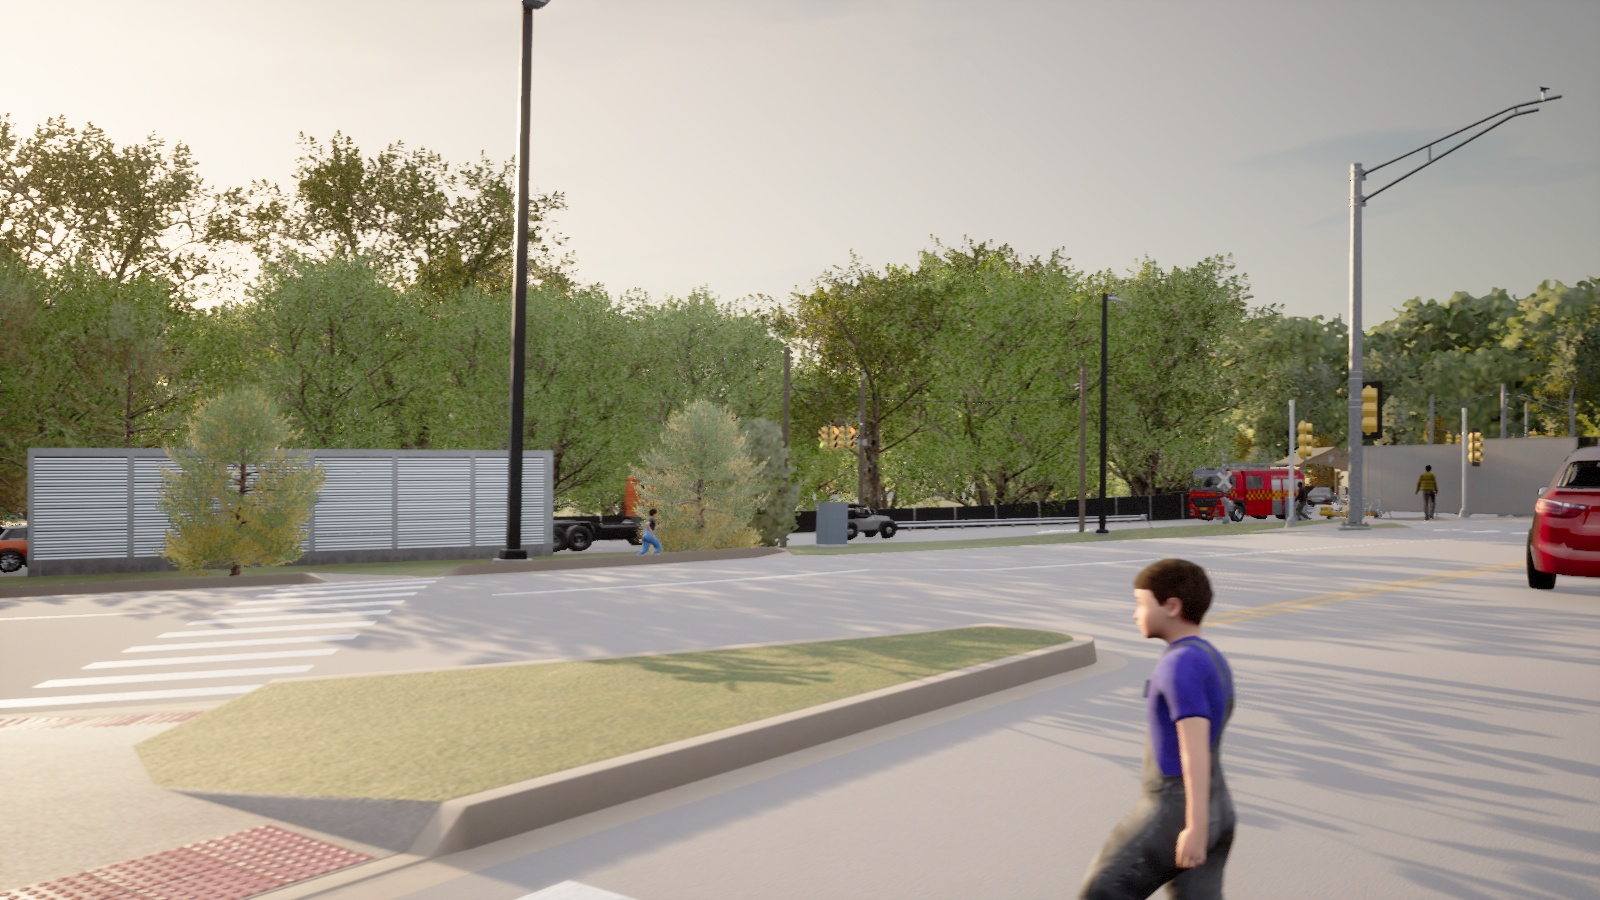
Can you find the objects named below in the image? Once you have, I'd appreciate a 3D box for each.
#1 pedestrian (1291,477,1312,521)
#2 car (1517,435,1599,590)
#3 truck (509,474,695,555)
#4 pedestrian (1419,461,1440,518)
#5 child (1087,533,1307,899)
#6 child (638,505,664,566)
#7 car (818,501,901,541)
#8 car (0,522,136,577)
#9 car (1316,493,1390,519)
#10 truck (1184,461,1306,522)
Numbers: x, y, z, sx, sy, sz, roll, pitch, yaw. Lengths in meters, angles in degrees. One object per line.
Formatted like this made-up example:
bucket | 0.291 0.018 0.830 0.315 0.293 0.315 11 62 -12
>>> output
pedestrian | 21.070 2.068 52.721 0.703 1.840 0.431 -1 -2 44
car | 10.199 0.676 15.204 2.242 1.667 4.611 -1 -1 34
truck | -9.073 2.875 57.897 7.936 3.462 2.891 0 -1 -31
pedestrian | 20.707 1.301 41.298 0.431 1.840 0.709 -1 -2 43
child | 0.947 0.839 2.999 0.437 1.263 0.270 0 -2 34
child | -3.166 1.809 26.654 0.437 1.263 0.270 2 -2 -36
car | 3.096 3.648 64.921 3.866 1.878 1.905 0 -1 -30
car | -27.562 3.703 47.047 4.553 1.767 2.097 0 -1 -33
car | 37.153 3.732 84.324 5.366 1.575 1.801 0 0 -32
truck | 29.851 2.704 84.070 8.468 3.827 2.891 0 -1 -31
